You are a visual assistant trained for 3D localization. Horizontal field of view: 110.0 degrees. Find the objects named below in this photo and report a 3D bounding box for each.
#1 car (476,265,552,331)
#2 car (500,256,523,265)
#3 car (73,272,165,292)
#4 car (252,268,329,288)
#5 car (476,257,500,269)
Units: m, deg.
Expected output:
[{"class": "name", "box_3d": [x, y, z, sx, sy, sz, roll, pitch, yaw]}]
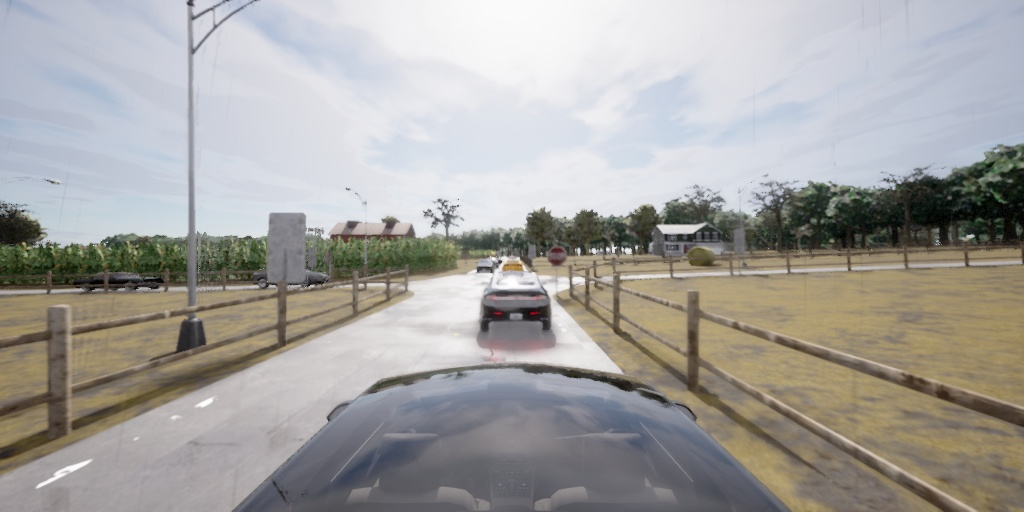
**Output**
[{"class": "car", "box_3d": [0.073, 1.190, 10.758, 2.128, 1.511, 4.902, 0, 0, -1]}, {"class": "car", "box_3d": [0.098, 1.008, 35.924, 1.882, 1.535, 5.008, 0, 0, 0]}, {"class": "car", "box_3d": [-27.142, 1.776, 24.964, 4.718, 1.301, 1.895, -1, -2, 0]}, {"class": "car", "box_3d": [-15.298, 1.428, 24.924, 4.892, 1.490, 1.837, -1, -2, 1]}, {"class": "car", "box_3d": [-2.863, 1.050, 40.276, 2.033, 1.411, 5.357, 0, 0, 1]}]
